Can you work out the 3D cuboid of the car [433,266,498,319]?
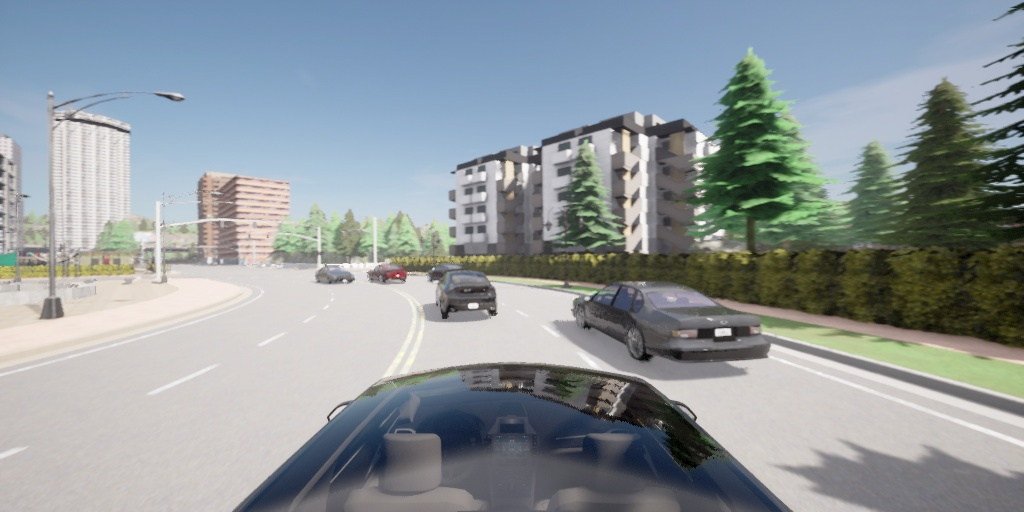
[{"bbox_3d":[-1.805,1.297,13.335,1.837,1.490,4.892,0,0,-15],"label":"car"}]

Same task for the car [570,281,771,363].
[{"bbox_3d":[2.980,1.272,8.197,2.033,1.411,5.357,-1,0,-9],"label":"car"}]

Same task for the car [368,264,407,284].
[{"bbox_3d":[-10.436,1.406,29.871,1.882,1.535,5.008,0,0,-39],"label":"car"}]

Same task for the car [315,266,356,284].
[{"bbox_3d":[-14.797,1.560,29.788,2.033,1.411,5.357,-1,0,-43],"label":"car"}]

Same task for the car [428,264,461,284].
[{"bbox_3d":[-5.108,1.337,28.522,1.882,1.535,5.008,0,0,-33],"label":"car"}]
